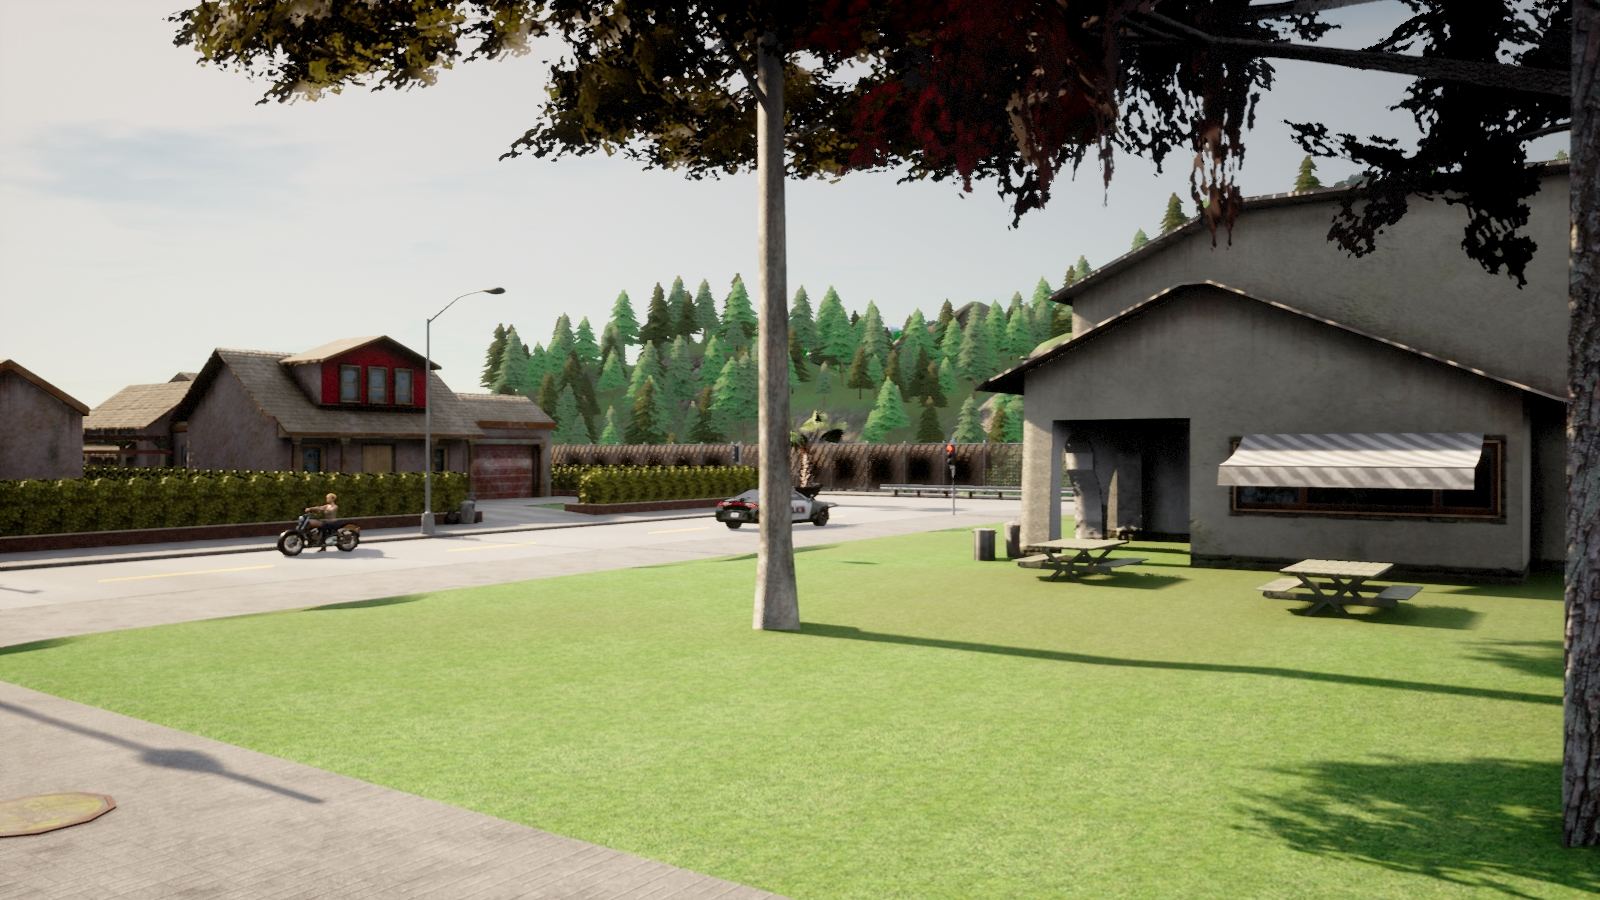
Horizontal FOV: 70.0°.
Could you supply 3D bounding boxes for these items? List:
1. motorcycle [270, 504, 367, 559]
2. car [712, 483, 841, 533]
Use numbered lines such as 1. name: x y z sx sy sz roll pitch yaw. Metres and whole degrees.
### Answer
1. motorcycle: -12.987 2.166 30.874 0.764 1.307 2.356 0 0 35
2. car: -0.784 2.047 41.390 2.038 1.542 4.974 0 0 37
